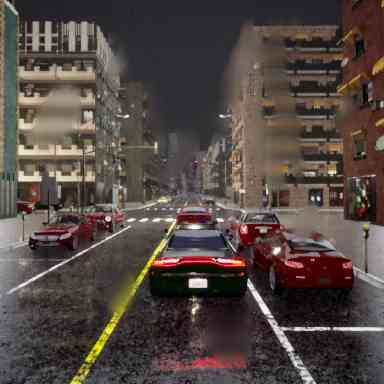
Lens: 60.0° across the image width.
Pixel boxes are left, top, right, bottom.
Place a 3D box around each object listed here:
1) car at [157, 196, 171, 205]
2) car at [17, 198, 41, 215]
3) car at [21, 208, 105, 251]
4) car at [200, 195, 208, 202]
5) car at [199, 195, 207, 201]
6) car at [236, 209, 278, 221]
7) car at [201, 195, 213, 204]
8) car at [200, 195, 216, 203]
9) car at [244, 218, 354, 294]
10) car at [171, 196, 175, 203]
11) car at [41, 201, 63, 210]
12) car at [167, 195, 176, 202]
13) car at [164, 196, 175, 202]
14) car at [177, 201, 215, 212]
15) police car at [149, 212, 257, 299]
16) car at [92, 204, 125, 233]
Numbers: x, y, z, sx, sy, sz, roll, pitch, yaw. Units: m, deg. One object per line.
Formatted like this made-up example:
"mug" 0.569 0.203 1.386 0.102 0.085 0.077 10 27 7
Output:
"car" -5.090 1.534 57.701 1.752 1.417 4.829 1 0 0
"car" -17.446 1.240 31.216 5.009 1.841 2.192 0 -1 0
"car" -5.259 1.585 14.110 1.802 1.307 4.206 1 0 0
"car" 2.877 1.555 80.556 1.887 1.381 4.507 1 0 0
"car" 2.898 1.561 86.226 2.008 1.369 4.403 1 0 0
"car" 2.628 1.443 14.102 1.967 1.590 4.097 1 0 0
"car" 2.814 1.449 63.543 1.967 1.590 4.097 1 0 0
"car" 2.770 1.559 52.201 2.008 1.369 4.403 1 0 0
"car" 2.605 1.584 8.553 1.802 1.307 4.206 1 0 0
"car" -5.047 1.535 69.043 1.752 1.417 4.829 1 0 0
"car" -17.478 1.590 39.092 4.313 1.339 1.947 0 -1 0
"car" -5.004 1.555 80.555 1.887 1.381 4.507 1 0 0
"car" -5.025 1.575 74.884 1.947 1.339 4.313 1 0 0
"car" 0.135 1.482 18.999 1.882 1.535 5.008 0 0 0
"police car" 0.129 1.506 8.538 2.038 1.542 4.974 0 0 0
"car" -5.240 1.444 19.659 1.967 1.590 4.097 1 0 0
